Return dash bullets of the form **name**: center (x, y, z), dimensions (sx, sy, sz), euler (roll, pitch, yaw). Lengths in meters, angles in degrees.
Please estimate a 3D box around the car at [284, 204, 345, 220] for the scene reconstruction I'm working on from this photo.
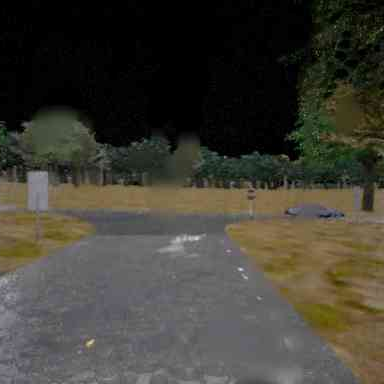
- **car**: center (11.517, 1.823, 31.484), dimensions (5.357, 1.411, 2.033), euler (2, -1, -3)
